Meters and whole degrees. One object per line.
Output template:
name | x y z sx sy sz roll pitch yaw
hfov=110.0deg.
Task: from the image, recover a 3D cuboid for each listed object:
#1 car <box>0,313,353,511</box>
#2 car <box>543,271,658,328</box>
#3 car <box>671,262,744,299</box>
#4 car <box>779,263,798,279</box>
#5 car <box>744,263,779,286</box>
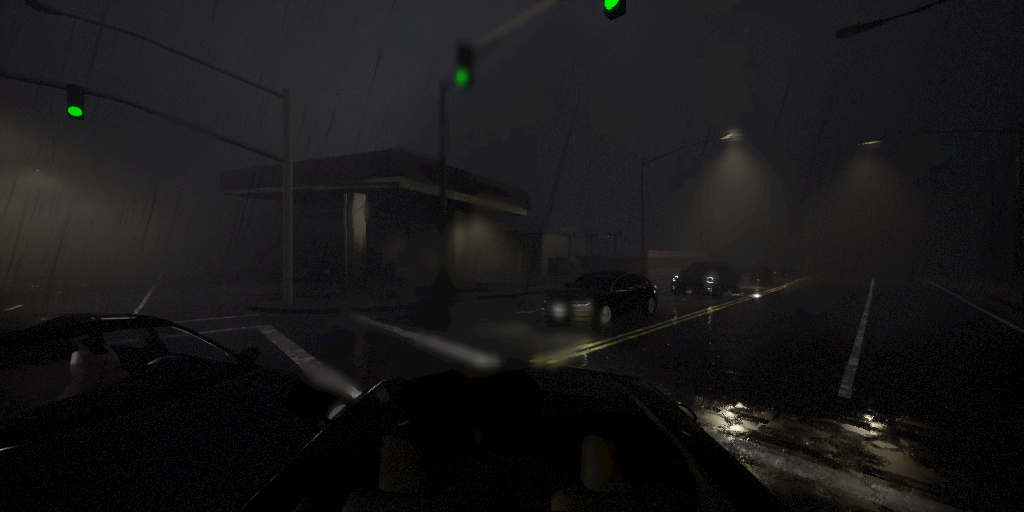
car | -3.390 1.242 2.647 4.902 1.511 2.128 0 0 16
car | 3.018 1.255 11.590 4.892 1.490 1.837 0 0 -45
car | 9.938 1.102 18.353 4.553 1.767 2.097 0 0 -44
car | 24.163 1.314 32.149 4.181 1.385 1.994 0 0 -44
car | 16.947 1.314 25.181 1.994 1.385 4.181 0 0 45
